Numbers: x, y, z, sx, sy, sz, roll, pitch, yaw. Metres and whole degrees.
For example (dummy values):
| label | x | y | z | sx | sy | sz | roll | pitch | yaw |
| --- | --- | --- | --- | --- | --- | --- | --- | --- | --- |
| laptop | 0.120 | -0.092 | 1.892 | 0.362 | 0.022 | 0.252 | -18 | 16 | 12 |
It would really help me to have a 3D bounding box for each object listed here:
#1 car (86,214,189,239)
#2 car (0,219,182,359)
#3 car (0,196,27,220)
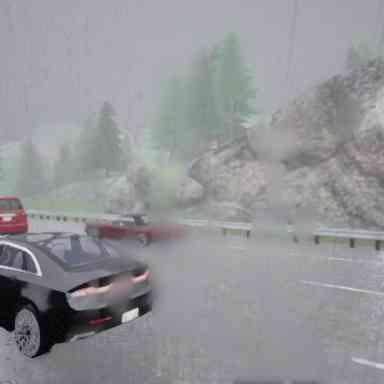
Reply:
| label | x | y | z | sx | sy | sz | roll | pitch | yaw |
| --- | --- | --- | --- | --- | --- | --- | --- | --- | --- |
| car | -2.550 | 1.584 | 14.411 | 4.718 | 1.301 | 1.895 | 0 | 0 | 36 |
| car | -2.823 | 1.483 | 6.002 | 4.902 | 1.511 | 2.128 | 0 | 0 | 36 |
| car | -9.751 | 1.196 | 15.264 | 5.566 | 2.045 | 2.150 | 0 | 0 | 36 |
